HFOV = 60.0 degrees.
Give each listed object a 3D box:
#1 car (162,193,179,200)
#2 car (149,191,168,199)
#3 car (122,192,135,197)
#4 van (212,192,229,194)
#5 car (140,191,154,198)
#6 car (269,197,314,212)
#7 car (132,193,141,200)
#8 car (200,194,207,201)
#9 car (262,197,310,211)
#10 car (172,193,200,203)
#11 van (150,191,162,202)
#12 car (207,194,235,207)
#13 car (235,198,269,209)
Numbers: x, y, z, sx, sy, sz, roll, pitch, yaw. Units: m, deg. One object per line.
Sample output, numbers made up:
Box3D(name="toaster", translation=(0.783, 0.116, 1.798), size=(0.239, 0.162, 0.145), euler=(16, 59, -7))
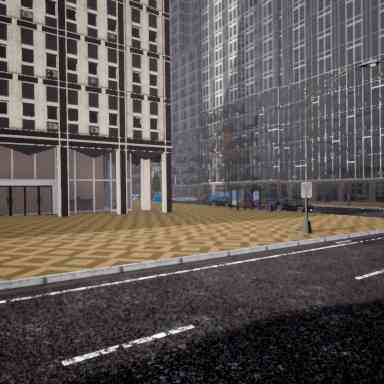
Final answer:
Box3D(name="car", translation=(-4.702, 0.936, 72.818), size=(1.802, 1.307, 4.206), euler=(0, 1, -34))
Box3D(name="car", translation=(-7.913, 0.615, 77.505), size=(2.192, 1.841, 5.009), euler=(0, 1, -34))
Box3D(name="car", translation=(-17.543, 0.689, 91.577), size=(2.008, 1.369, 4.403), euler=(0, 1, -34))
Box3D(name="van", translation=(4.928, 0.855, 58.744), size=(1.690, 1.788, 3.998), euler=(0, 1, -34))
Box3D(name="car", translation=(-11.123, 0.686, 82.196), size=(1.967, 1.590, 4.097), euler=(0, 1, -34))
Box3D(name="car", translation=(10.747, 1.424, 35.182), size=(1.947, 1.339, 4.313), euler=(0, 1, -34))
Box3D(name="car", translation=(-11.618, 1.040, 68.085), size=(2.008, 1.369, 4.403), euler=(0, 1, -34))
Box3D(name="car", translation=(1.719, 1.043, 63.437), size=(1.802, 1.307, 4.206), euler=(0, 1, -34))
Box3D(name="car", translation=(11.072, 1.331, 39.508), size=(2.033, 1.411, 5.357), euler=(-1, 1, -34))
Box3D(name="car", translation=(-1.137, 1.186, 57.422), size=(1.895, 1.301, 4.718), euler=(-1, 1, -34))
Box3D(name="van", translation=(-5.197, 0.937, 58.703), size=(1.690, 1.788, 3.998), euler=(0, 1, -34))
Box3D(name="car", translation=(4.389, 1.320, 44.606), size=(1.947, 1.339, 4.313), euler=(0, 1, -34))
Box3D(name="car", translation=(7.551, 1.388, 39.884), size=(1.802, 1.307, 4.206), euler=(0, 1, -34))
